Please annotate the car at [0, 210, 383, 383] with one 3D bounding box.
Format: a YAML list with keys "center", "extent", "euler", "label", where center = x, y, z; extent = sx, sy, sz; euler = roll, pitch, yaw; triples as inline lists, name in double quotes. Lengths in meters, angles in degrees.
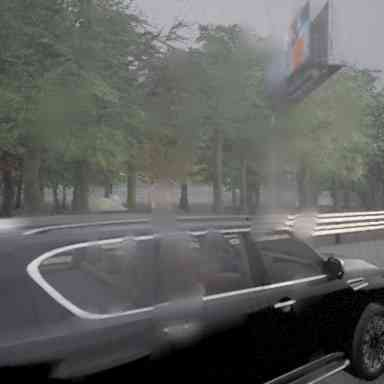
- center: [0.180, 1.236, 3.858]
  extent: [5.566, 2.045, 2.150]
  euler: [0, 0, -35]
  label: "car"
